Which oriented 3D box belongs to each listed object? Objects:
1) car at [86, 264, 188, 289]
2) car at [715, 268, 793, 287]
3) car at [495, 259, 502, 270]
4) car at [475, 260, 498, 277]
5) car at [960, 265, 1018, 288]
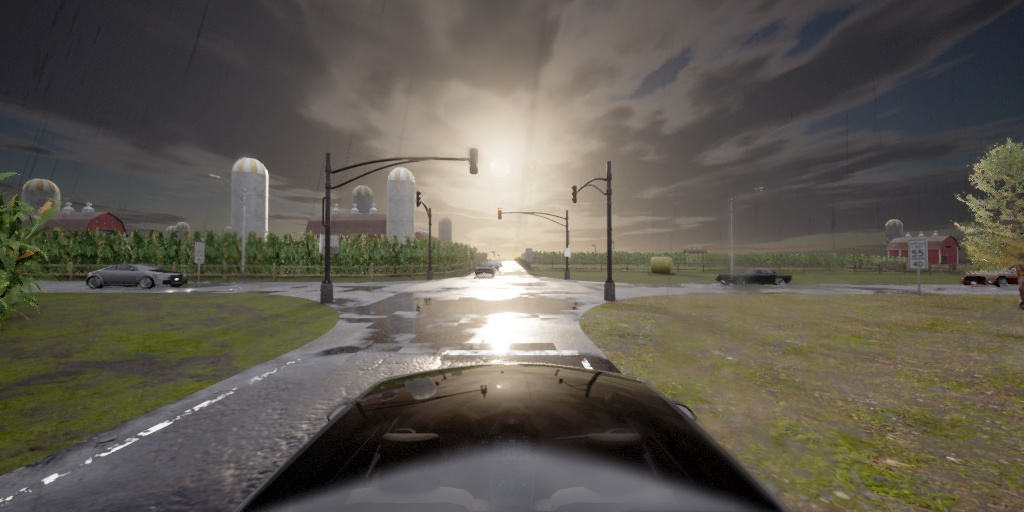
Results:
[{"bbox_3d":[-20.960,1.117,20.166,4.181,1.385,1.994,1,-1,-3],"label":"car"},{"bbox_3d":[17.651,1.568,26.328,4.718,1.301,1.895,0,-1,-4],"label":"car"},{"bbox_3d":[-2.836,1.325,52.031,1.812,1.442,4.674,0,0,0],"label":"car"},{"bbox_3d":[-2.712,1.379,36.711,1.895,1.301,4.718,0,0,-1],"label":"car"},{"bbox_3d":[37.823,1.510,27.805,4.553,1.767,2.097,1,-1,-4],"label":"car"}]
